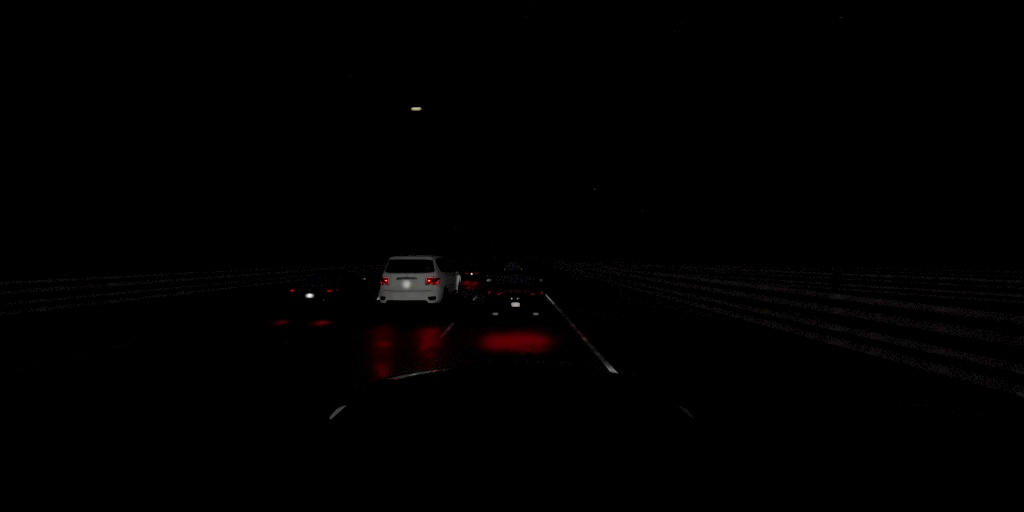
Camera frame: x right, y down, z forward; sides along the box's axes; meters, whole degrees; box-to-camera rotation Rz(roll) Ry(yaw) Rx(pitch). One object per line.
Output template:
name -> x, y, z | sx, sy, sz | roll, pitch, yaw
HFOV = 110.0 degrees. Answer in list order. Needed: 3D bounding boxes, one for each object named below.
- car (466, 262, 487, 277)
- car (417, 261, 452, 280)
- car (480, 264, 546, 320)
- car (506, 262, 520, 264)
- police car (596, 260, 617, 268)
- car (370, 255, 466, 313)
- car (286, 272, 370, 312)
car -> -3.395, 1.267, 32.640 | 1.837, 1.490, 4.892 | 0, 0, 0
car -> -6.896, 1.253, 32.407 | 2.128, 1.511, 4.902 | 0, 0, 0
car -> 0.104, 1.231, 12.678 | 1.882, 1.535, 5.008 | 0, 0, 0
car -> 0.104, 1.288, 33.639 | 1.812, 1.442, 4.674 | 0, 0, 0
police car -> 11.957, 1.355, 47.457 | 2.038, 1.542, 4.974 | 0, 0, -13
car -> -3.397, 0.975, 14.242 | 2.150, 2.045, 5.566 | 0, 0, 0
car -> -6.894, 1.313, 14.223 | 1.994, 1.385, 4.181 | 1, 0, 0
